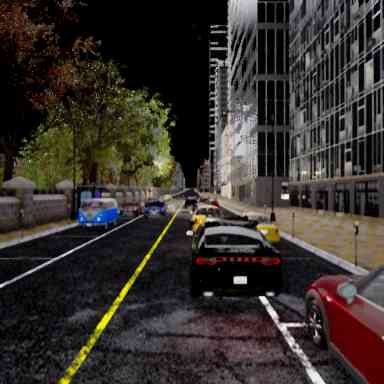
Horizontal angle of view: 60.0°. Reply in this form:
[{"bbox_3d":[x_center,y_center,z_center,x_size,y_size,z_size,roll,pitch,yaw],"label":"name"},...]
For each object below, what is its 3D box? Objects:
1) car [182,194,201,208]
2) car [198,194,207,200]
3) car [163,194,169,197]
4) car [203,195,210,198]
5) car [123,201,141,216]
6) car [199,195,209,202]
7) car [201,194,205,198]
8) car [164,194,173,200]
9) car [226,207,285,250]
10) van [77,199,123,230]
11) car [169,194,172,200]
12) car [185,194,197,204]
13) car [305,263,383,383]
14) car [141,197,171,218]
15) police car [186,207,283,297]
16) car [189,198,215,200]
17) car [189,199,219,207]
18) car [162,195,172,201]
[{"bbox_3d":[-0.078,1.397,45.370,1.837,1.490,4.892,0,0,0],"label":"car"},{"bbox_3d":[2.529,1.292,83.072,2.008,1.369,4.403,0,0,0],"label":"car"},{"bbox_3d":[-5.806,1.389,60.350,2.008,1.369,4.403,0,0,0],"label":"car"},{"bbox_3d":[2.608,1.481,43.302,1.802,1.307,4.206,0,0,0],"label":"car"},{"bbox_3d":[-5.750,1.514,31.936,1.802,1.307,4.206,0,0,0],"label":"car"},{"bbox_3d":[2.552,1.357,71.708,1.947,1.339,4.313,0,0,0],"label":"car"},{"bbox_3d":[2.575,1.383,60.346,1.887,1.381,4.507,0,0,0],"label":"car"},{"bbox_3d":[-5.851,1.292,83.082,2.008,1.369,4.403,0,0,0],"label":"car"},{"bbox_3d":[2.664,1.499,15.065,1.752,1.417,4.829,0,0,0],"label":"car"},{"bbox_3d":[-5.726,1.303,20.569,1.690,1.788,3.998,0,0,0],"label":"van"},{"bbox_3d":[-5.828,1.317,71.545,1.752,1.417,4.829,0,0,0],"label":"car"},{"bbox_3d":[-0.118,1.195,58.999,2.097,1.767,4.553,0,0,0],"label":"car"},{"bbox_3d":[2.687,1.435,3.529,1.967,1.590,4.097,0,0,0],"label":"car"},{"bbox_3d":[-3.151,1.464,29.812,1.812,1.442,4.674,0,0,0],"label":"car"},{"bbox_3d":[0.883,1.412,8.695,1.930,1.638,5.238,0,0,0],"label":"police car"},{"bbox_3d":[0.850,1.457,24.586,1.837,1.490,4.892,0,0,0],"label":"car"},{"bbox_3d":[0.862,1.421,18.777,1.801,1.575,5.366,0,0,0],"label":"car"},{"bbox_3d":[-5.840,1.317,77.398,2.008,1.369,4.403,0,0,0],"label":"car"}]
